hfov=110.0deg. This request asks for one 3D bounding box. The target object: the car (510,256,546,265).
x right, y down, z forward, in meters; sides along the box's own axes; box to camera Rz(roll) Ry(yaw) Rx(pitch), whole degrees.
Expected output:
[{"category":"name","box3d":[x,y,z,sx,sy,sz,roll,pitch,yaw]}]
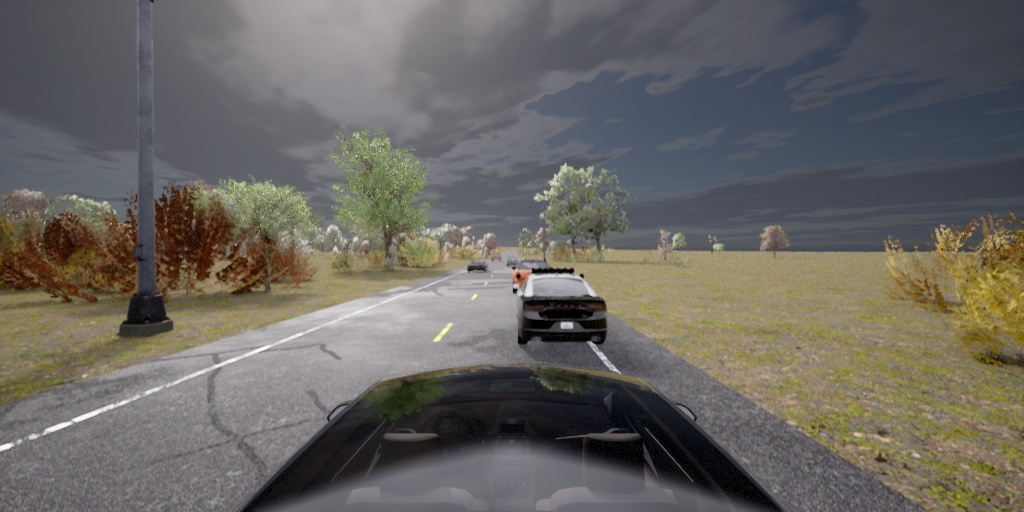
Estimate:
[{"category":"car","box3d":[1.068,0.962,19.344,2.097,1.767,4.553,0,0,0]}]

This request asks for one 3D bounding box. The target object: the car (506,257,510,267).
[{"category":"car","box3d":[0.126,0.860,52.935,2.033,1.411,5.357,0,0,0]}]

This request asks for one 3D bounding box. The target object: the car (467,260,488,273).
[{"category":"car","box3d":[-3.559,1.057,37.413,1.895,1.301,4.718,0,1,0]}]

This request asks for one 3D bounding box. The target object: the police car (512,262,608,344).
[{"category":"police car","box3d":[1.059,1.115,9.484,1.930,1.638,5.238,0,0,0]}]
